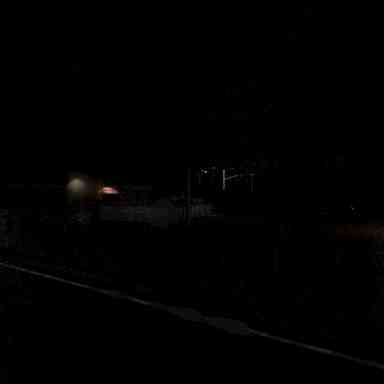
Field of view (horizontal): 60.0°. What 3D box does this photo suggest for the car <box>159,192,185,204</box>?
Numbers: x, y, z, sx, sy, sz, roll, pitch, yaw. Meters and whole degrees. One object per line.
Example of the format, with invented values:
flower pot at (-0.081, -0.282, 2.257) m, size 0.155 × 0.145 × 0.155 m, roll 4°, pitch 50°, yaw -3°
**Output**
car at (-3.457, 1.057, 55.821) m, size 2.150 × 2.045 × 5.566 m, roll 0°, pitch 0°, yaw 36°
